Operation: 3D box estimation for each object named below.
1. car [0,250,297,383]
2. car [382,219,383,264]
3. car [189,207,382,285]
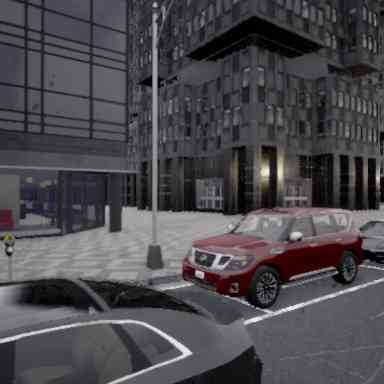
[{"bbox_3d":[-1.642,1.504,2.208,4.892,1.490,1.837,0,0,-35],"label":"car"},{"bbox_3d":[6.791,1.605,11.375,4.313,1.339,1.947,0,0,-35],"label":"car"},{"bbox_3d":[2.200,1.336,8.102,5.009,1.841,2.192,0,0,-35],"label":"car"}]
